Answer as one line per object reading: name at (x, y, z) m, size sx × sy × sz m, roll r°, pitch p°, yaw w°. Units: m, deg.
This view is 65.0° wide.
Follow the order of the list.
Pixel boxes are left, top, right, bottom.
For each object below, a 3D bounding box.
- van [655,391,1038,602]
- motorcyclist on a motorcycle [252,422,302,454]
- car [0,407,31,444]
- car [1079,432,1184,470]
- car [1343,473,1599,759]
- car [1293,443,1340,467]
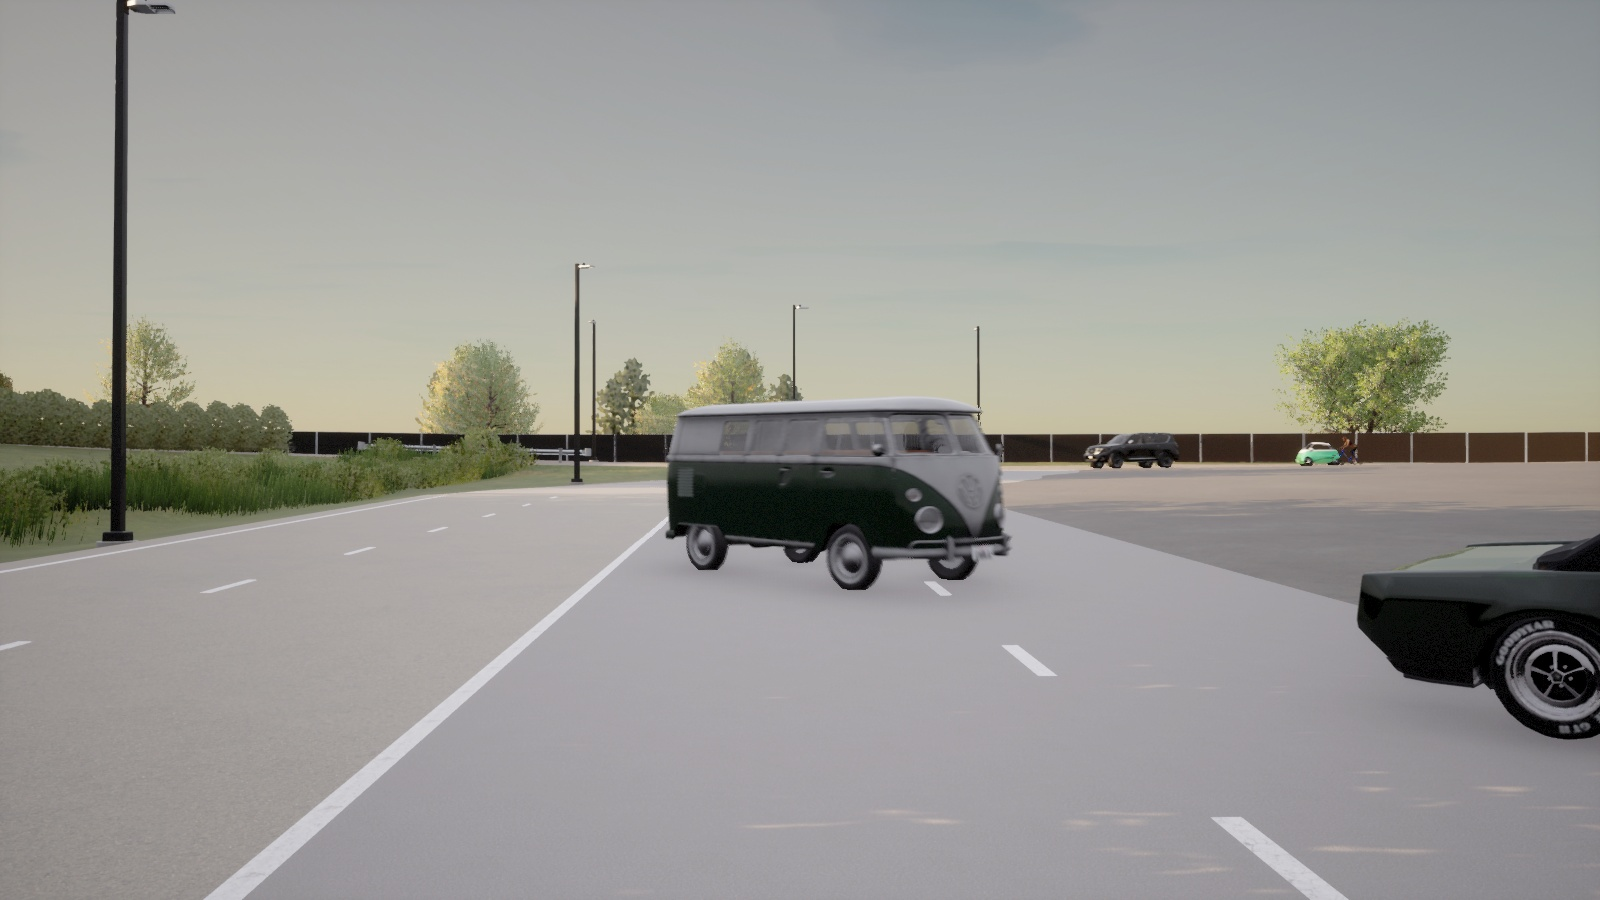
van at (0.351, 0.424, 14.107) m, size 1.775 × 1.987 × 4.442 m, roll 0°, pitch 0°, yaw -40°
motorcyclist on a motorcycle at (-28.209, -0.643, 67.782) m, size 0.766 × 1.649 × 2.350 m, roll 0°, pitch -2°, yaw 43°
car at (-36.469, -1.145, 54.833) m, size 1.882 × 1.535 × 5.008 m, roll 0°, pitch -2°, yaw 14°
car at (18.843, 0.069, 71.382) m, size 5.566 × 2.045 × 2.150 m, roll 0°, pitch -1°, yaw -21°
car at (5.382, 0.805, 5.995) m, size 1.895 × 1.301 × 4.718 m, roll -4°, pitch 1°, yaw -44°
car at (29.829, 0.296, 72.531) m, size 2.207 × 1.376 × 1.481 m, roll 0°, pitch -1°, yaw 7°
